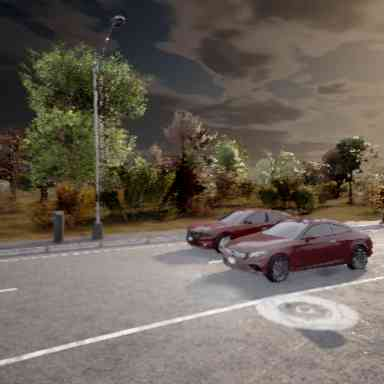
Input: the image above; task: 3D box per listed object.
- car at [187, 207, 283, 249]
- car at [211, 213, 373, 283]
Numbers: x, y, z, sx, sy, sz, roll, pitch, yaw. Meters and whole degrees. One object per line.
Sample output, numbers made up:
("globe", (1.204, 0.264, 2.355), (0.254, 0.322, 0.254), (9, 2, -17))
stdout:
("car", (2.211, 1.383, 12.889), (5.008, 1.535, 1.882), (0, 1, -25))
("car", (3.093, 1.465, 9.446), (4.674, 1.442, 1.812), (0, 0, -26))
